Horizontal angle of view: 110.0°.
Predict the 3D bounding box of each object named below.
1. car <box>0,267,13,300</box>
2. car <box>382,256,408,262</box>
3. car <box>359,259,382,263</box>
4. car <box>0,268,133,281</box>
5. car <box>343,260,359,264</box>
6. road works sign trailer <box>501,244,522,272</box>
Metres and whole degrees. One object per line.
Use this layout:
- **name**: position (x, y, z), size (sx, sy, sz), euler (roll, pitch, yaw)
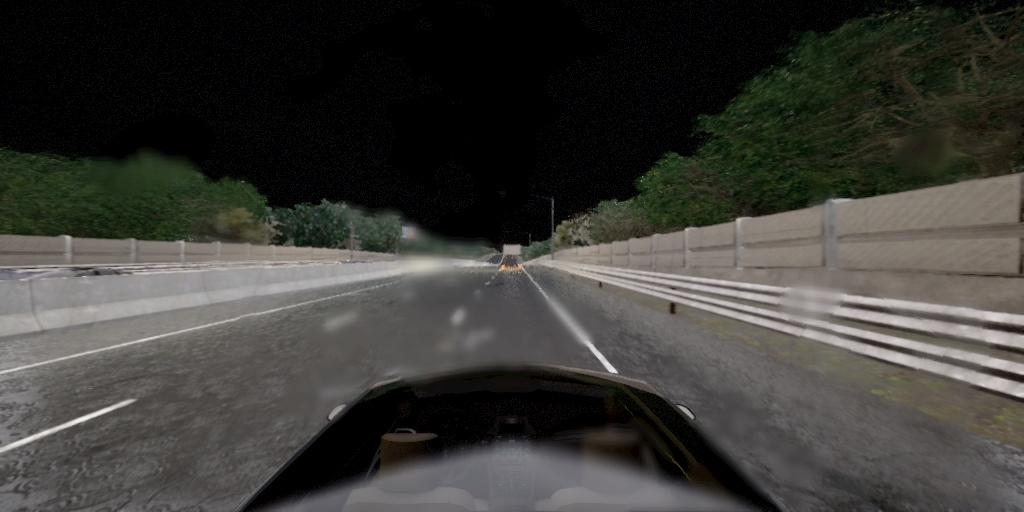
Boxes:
- **car**: position (-24.593, 1.257, 14.548), size (1.837, 1.490, 4.892), euler (0, 0, 0)
- **car**: position (-17.542, 0.990, 54.999), size (2.150, 2.045, 5.566), euler (0, 0, 1)
- **car**: position (-21.047, 1.254, 55.047), size (2.128, 1.511, 4.902), euler (0, 0, 1)
- **car**: position (-17.592, 1.258, 14.373), size (1.837, 1.490, 4.892), euler (0, 0, 0)
- **car**: position (-24.544, 1.323, 55.057), size (1.994, 1.385, 4.181), euler (0, 0, 1)
- **road works sign trailer**: position (-0.013, 0.226, 45.720), size (2.380, 3.560, 2.880), euler (0, 0, 0)
